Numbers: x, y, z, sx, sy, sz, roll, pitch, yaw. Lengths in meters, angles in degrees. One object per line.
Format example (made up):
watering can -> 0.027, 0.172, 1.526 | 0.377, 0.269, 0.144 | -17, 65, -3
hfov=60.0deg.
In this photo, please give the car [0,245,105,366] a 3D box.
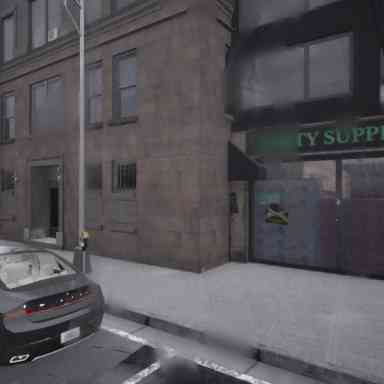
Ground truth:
car -> -3.297, 1.551, 5.428 | 4.403, 1.369, 2.008 | 0, 0, 35
